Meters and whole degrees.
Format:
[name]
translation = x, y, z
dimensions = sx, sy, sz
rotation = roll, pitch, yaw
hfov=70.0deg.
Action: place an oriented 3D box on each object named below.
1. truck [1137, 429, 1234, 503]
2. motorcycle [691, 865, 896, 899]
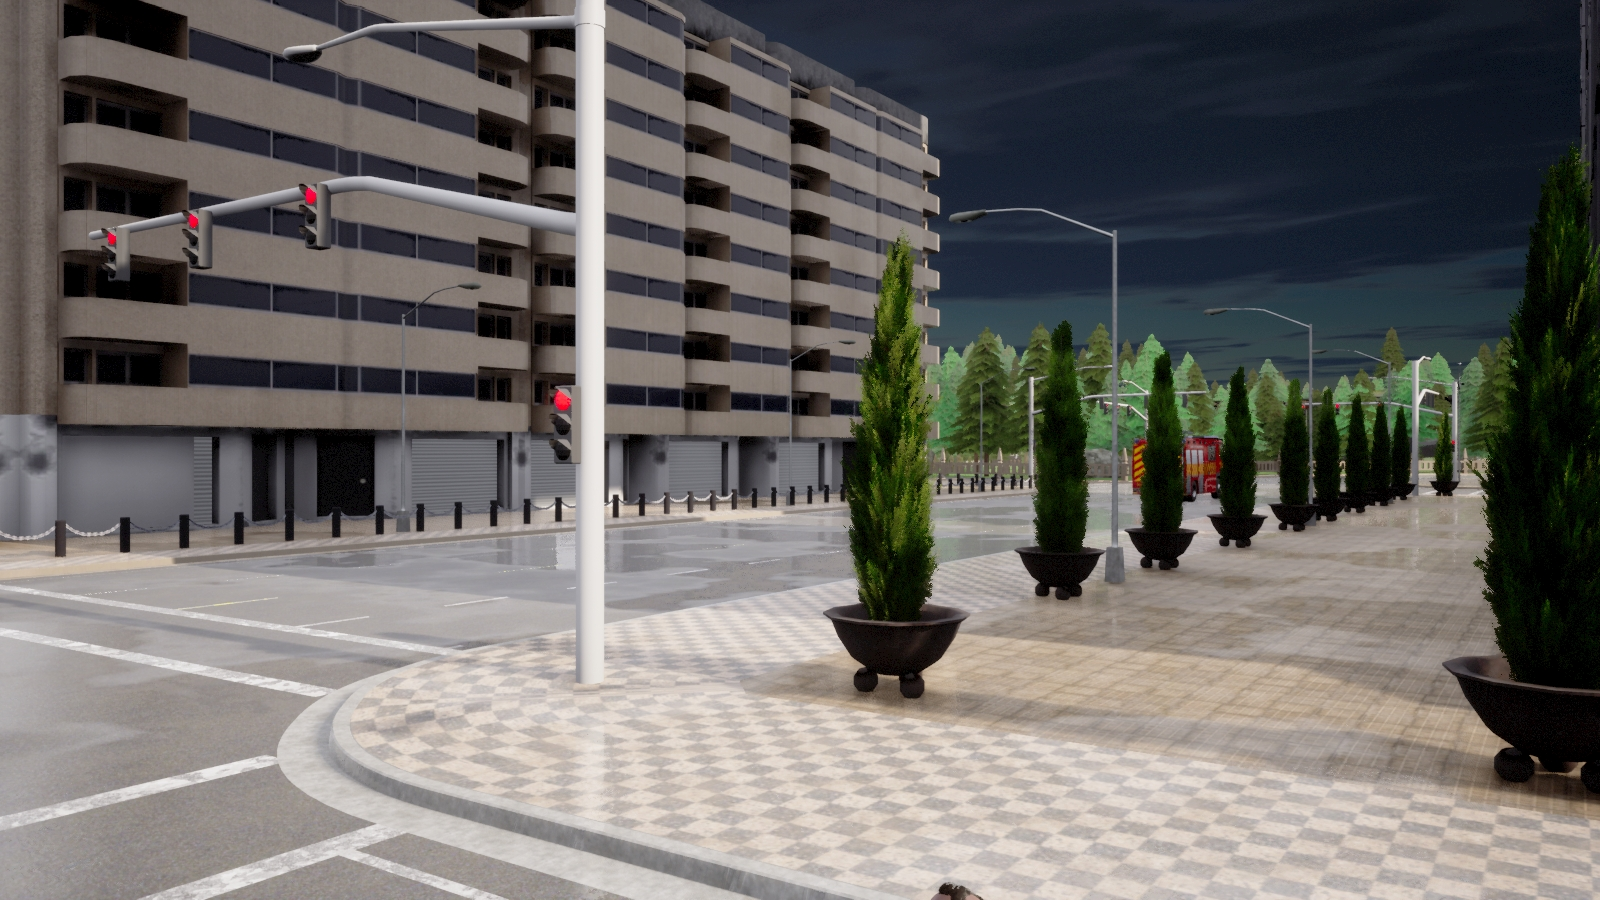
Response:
[truck]
translation = 21.438, 0.835, 63.219
dimensions = 2.891, 3.827, 8.468
rotation = 0, 0, 34
[motorcycle]
translation = 0.516, 2.205, 3.364
dimensions = 2.209, 1.251, 0.867
rotation = 0, 0, 34
